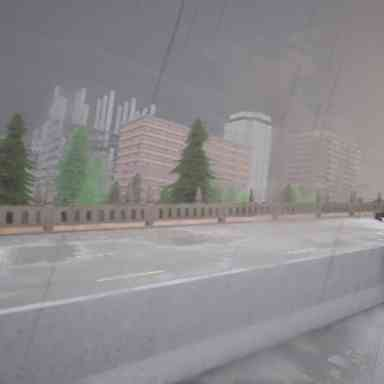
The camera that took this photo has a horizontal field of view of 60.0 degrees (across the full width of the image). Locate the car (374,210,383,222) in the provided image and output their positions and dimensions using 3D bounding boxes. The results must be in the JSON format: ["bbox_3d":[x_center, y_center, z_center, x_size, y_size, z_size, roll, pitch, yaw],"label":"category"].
[{"bbox_3d":[18.679,1.998,30.221,5.357,1.411,2.033,1,-1,-35],"label":"car"}]
